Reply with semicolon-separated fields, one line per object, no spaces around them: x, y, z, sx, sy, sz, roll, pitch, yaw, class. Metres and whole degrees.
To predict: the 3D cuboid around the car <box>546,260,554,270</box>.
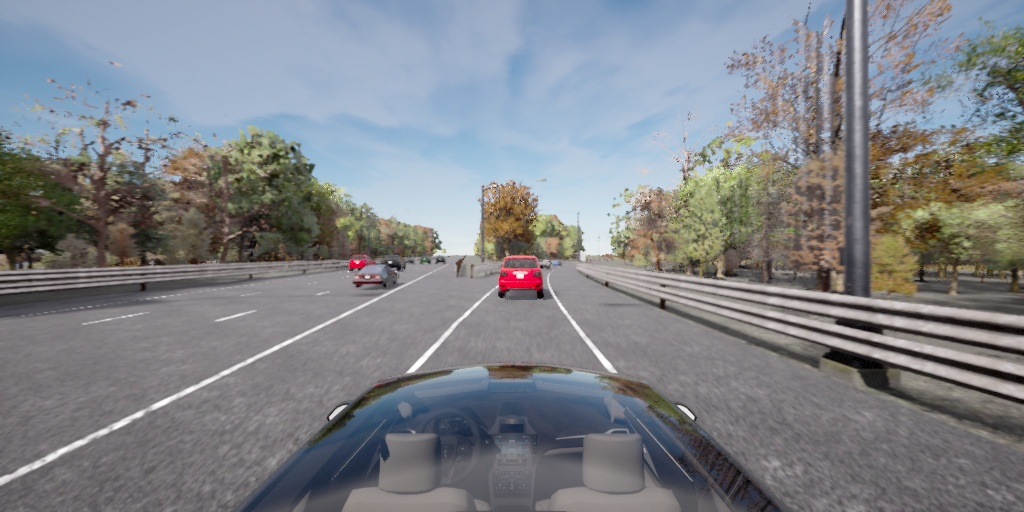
5.537;1.588;60.201;1.895;1.301;4.718;0;0;11;car

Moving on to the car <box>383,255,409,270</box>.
-15.195;0.930;46.380;2.150;2.045;5.566;0;0;-7;car

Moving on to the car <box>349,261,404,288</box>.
-8.735;1.275;23.341;2.033;1.411;5.357;0;0;-7;car

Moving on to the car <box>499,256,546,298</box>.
0.541;1.030;19.176;2.150;2.045;5.566;0;0;3;car

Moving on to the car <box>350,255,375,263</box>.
-18.523;0.930;44.797;2.150;2.045;5.566;0;0;-7;car
